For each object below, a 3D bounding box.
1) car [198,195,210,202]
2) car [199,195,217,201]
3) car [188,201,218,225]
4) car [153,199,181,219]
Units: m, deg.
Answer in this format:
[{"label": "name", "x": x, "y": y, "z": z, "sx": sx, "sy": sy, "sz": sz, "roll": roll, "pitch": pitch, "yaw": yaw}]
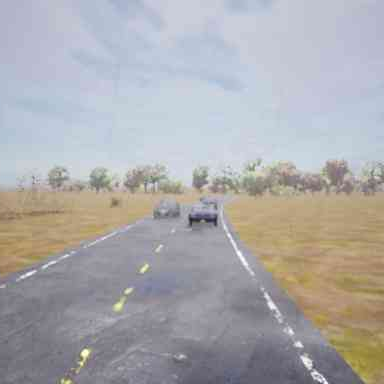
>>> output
[{"label": "car", "x": 2.567, "y": 1.322, "z": 67.840, "sx": 1.994, "sy": 1.385, "sz": 4.181, "roll": 0, "pitch": 0, "yaw": 9}, {"label": "car", "x": 2.319, "y": 1.406, "z": 42.134, "sx": 2.033, "sy": 1.411, "sz": 5.357, "roll": 0, "pitch": 0, "yaw": 6}, {"label": "car", "x": 0.811, "y": 1.523, "z": 23.015, "sx": 1.895, "sy": 1.301, "sz": 4.718, "roll": 0, "pitch": 0, "yaw": 3}, {"label": "car", "x": -2.057, "y": 1.393, "z": 28.195, "sx": 2.128, "sy": 1.511, "sz": 4.902, "roll": 0, "pitch": 0, "yaw": 4}]
